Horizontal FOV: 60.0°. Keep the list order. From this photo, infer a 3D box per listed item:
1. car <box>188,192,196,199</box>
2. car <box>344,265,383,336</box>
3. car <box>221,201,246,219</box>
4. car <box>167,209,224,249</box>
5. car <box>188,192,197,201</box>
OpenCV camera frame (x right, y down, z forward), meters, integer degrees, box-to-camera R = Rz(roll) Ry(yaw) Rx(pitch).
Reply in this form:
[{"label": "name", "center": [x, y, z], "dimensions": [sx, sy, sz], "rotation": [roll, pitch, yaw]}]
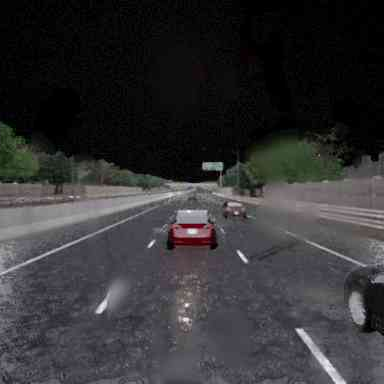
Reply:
[{"label": "car", "center": [0.078, 0.928, 94.479], "dimensions": [2.150, 2.045, 5.566], "rotation": [0, 0, 0]}, {"label": "car", "center": [3.599, 1.507, 3.941], "dimensions": [1.837, 1.490, 4.892], "rotation": [0, 0, 0]}, {"label": "car", "center": [3.594, 1.516, 29.235], "dimensions": [1.812, 1.442, 4.674], "rotation": [0, 0, 0]}, {"label": "car", "center": [0.006, 1.503, 14.668], "dimensions": [2.163, 1.488, 4.792], "rotation": [0, 0, 0]}, {"label": "car", "center": [0.006, 1.307, 78.701], "dimensions": [1.837, 1.490, 4.892], "rotation": [0, 0, 0]}]
